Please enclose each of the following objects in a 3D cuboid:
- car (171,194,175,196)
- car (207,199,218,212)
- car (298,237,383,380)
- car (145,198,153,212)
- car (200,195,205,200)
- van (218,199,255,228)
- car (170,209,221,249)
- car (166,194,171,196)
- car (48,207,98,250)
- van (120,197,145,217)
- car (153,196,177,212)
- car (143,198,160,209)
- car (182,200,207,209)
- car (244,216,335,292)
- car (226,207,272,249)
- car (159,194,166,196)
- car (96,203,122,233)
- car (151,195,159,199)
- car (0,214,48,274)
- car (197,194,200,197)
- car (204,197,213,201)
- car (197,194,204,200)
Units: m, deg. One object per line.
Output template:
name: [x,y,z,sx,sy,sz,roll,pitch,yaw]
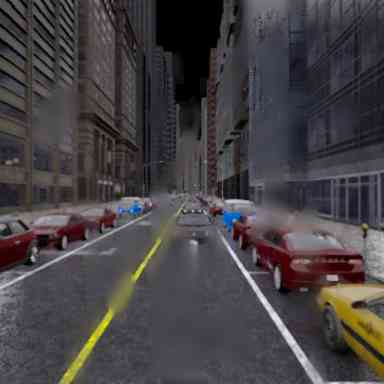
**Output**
car: [-5.816,1.447,75.992,2.192,1.841,5.009,0,0,0]
car: [2.742,1.597,31.194,1.887,1.381,4.507,0,0,0]
car: [2.764,1.531,3.353,1.752,1.417,4.829,0,0,0]
car: [-5.787,1.644,36.779,1.802,1.307,4.206,0,0,0]
car: [2.725,1.636,53.602,1.887,1.381,4.507,0,0,0]
van: [2.752,1.375,19.990,1.690,1.788,3.998,0,0,0]
car: [0.082,1.626,14.751,1.895,1.301,4.718,0,0,0]
car: [-5.808,1.426,64.789,2.192,1.841,5.009,0,0,0]
car: [-5.770,1.569,14.372,1.887,1.381,4.507,0,0,0]
van: [-5.782,1.394,31.179,1.690,1.788,3.998,0,0,0]
car: [-3.122,1.573,39.129,1.837,1.490,4.892,0,-1,0]
car: [-5.796,1.647,47.983,1.947,1.339,4.313,0,0,0]
car: [0.070,1.651,30.092,1.895,1.301,4.718,0,0,0]
car: [2.760,1.560,8.786,1.887,1.381,4.507,0,0,0]
car: [2.755,1.569,14.387,1.887,1.381,4.507,0,0,0]
car: [-5.800,1.531,53.585,1.967,1.590,4.097,0,0,0]
car: [-5.774,1.578,19.974,1.887,1.381,4.507,0,0,0]
car: [-5.791,1.512,42.382,1.967,1.590,4.097,0,0,0]
car: [-5.765,1.455,8.770,1.967,1.590,4.097,0,0,0]
car: [2.708,1.698,76.011,1.947,1.339,4.313,0,0,0]
car: [2.739,1.502,36.796,1.967,1.590,4.097,0,0,0]
car: [2.712,1.687,70.409,1.947,1.339,4.313,0,0,0]
